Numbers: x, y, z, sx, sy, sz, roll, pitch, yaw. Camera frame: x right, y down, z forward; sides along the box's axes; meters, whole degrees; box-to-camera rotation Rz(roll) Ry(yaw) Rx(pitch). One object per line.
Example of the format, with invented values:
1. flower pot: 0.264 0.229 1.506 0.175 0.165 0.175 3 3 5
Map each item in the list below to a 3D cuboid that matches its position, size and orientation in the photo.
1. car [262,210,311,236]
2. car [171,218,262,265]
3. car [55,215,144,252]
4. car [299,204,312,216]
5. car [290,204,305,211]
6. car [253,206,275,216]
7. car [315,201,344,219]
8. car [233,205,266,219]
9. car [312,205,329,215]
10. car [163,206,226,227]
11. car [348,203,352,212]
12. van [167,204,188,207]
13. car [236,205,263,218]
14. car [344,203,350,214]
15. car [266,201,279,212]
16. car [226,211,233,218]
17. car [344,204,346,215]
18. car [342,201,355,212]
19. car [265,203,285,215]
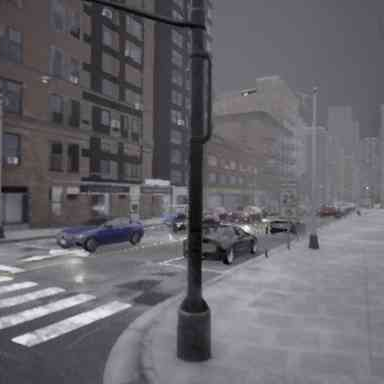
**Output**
1. car: 6.653 2.184 23.004 1.947 1.339 4.313 0 -1 29
2. car: 1.245 1.961 13.435 1.947 1.339 4.313 0 -1 29
3. car: -4.198 1.868 15.896 1.812 1.442 4.674 0 -1 31
4. car: 15.635 2.689 44.489 1.895 1.301 4.718 0 -1 29
5. car: 20.862 3.059 65.474 1.887 1.381 4.507 0 -1 29
6. car: 10.047 2.605 46.336 1.802 1.307 4.206 0 -1 29
7. car: 17.471 2.397 42.146 2.192 1.841 5.009 0 -1 29
8. car: 5.245 2.087 32.588 2.097 1.767 4.553 0 -1 30
9. car: 20.531 2.834 53.155 1.812 1.442 4.674 0 -1 30
10. car: 0.313 2.021 23.881 2.128 1.511 4.902 0 -1 29
11. car: 25.579 2.993 56.495 1.887 1.381 4.507 0 -1 29
12. van: -0.766 1.900 27.203 1.690 1.788 3.998 0 -1 29
13. car: 7.260 2.426 41.405 1.752 1.417 4.829 0 -1 29
14. car: 22.876 2.875 51.710 2.008 1.369 4.403 0 -1 29
15. car: 10.398 2.178 41.662 2.150 2.045 5.566 1 -1 27
16. car: 1.937 2.112 31.986 1.967 1.590 4.097 0 -1 29
17. car: 20.256 2.732 47.075 1.752 1.417 4.829 0 -1 29
18. car: 30.988 3.140 66.065 1.967 1.590 4.097 0 -1 29
19. car: 12.752 2.583 51.124 1.967 1.590 4.097 0 -1 29
